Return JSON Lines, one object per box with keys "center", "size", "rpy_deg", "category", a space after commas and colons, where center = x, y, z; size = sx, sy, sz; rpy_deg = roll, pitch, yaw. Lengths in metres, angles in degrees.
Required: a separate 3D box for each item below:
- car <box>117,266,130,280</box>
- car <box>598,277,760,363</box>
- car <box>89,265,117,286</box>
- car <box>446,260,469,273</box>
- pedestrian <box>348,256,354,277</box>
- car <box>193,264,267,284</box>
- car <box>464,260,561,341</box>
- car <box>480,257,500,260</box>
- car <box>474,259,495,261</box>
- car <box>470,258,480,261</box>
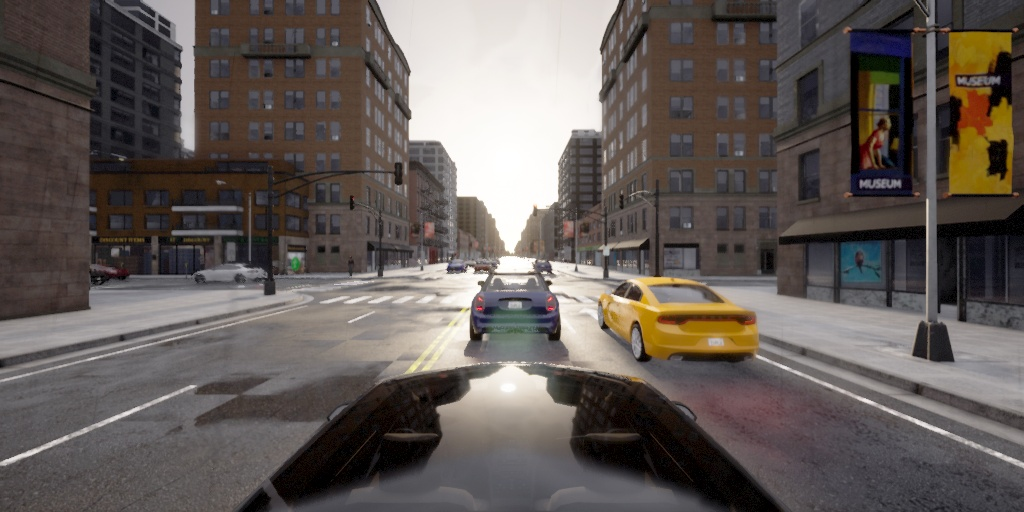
{"center": [-33.194, 1.329, 28.708], "size": [4.207, 1.307, 1.802], "rpy_deg": [0, 0, 0], "category": "car"}
{"center": [3.314, 1.224, 8.209], "size": [1.882, 1.535, 5.008], "rpy_deg": [0, 0, 1], "category": "car"}
{"center": [-29.169, 1.234, 23.209], "size": [4.892, 1.490, 1.837], "rpy_deg": [0, 0, 0], "category": "car"}
{"center": [-6.668, 1.204, 43.375], "size": [1.882, 1.535, 5.008], "rpy_deg": [0, 0, 0], "category": "car"}
{"center": [-14.194, 0.904, 31.521], "size": [0.375, 1.860, 0.375], "rpy_deg": [0, 0, 0], "category": "pedestrian"}
{"center": [-20.447, 1.267, 26.113], "size": [4.674, 1.442, 1.812], "rpy_deg": [0, 0, 0], "category": "car"}
{"center": [0.076, 1.098, 10.009], "size": [2.097, 1.767, 4.553], "rpy_deg": [0, 0, 0], "category": "car"}
{"center": [-3.427, 1.065, 57.681], "size": [2.097, 1.767, 4.553], "rpy_deg": [0, 0, 0], "category": "car"}
{"center": [-3.420, 1.327, 42.573], "size": [1.895, 1.301, 4.718], "rpy_deg": [0, 0, 0], "category": "car"}
{"center": [-6.681, 1.278, 57.472], "size": [1.994, 1.385, 4.181], "rpy_deg": [0, 0, 0], "category": "car"}
